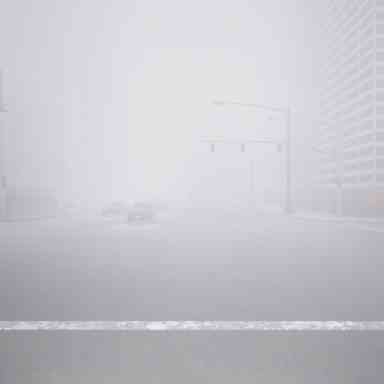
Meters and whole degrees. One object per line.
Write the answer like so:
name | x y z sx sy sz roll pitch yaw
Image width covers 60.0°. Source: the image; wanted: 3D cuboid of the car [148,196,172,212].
car | -3.657 1.525 38.025 1.812 1.442 4.674 0 0 0

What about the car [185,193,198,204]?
car | -0.099 1.221 63.891 2.150 2.045 5.566 0 0 0

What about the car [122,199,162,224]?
car | -3.637 1.505 25.009 1.837 1.490 4.892 0 0 0

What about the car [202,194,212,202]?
car | 3.388 1.355 74.712 2.097 1.767 4.553 0 0 0

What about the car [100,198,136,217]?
car | -7.203 1.547 32.098 2.033 1.411 5.357 0 0 2

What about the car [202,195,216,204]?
car | 3.499 1.526 63.822 1.812 1.442 4.674 0 0 0

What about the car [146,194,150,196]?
car | -7.164 1.503 59.706 1.837 1.490 4.892 0 1 0

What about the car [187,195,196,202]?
car | -0.115 1.382 74.562 1.994 1.385 4.181 0 0 0

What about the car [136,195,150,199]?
car | -7.166 1.525 45.336 1.812 1.442 4.674 0 0 0

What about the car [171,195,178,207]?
car | -3.671 1.564 52.610 1.994 1.385 4.181 0 0 0
